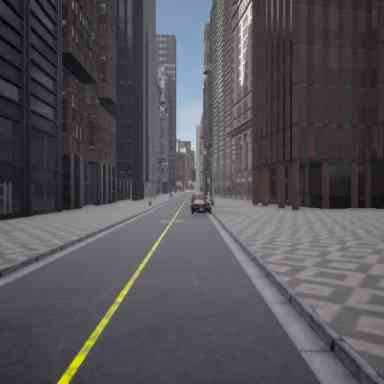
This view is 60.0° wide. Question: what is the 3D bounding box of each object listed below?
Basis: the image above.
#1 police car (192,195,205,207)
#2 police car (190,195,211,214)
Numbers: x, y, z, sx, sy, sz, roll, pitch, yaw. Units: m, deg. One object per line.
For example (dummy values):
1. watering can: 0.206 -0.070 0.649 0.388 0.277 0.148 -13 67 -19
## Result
1. police car: 0.900 1.363 49.761 1.930 1.638 5.238 0 0 0
2. police car: 0.900 1.397 33.762 1.930 1.638 5.238 0 0 0
